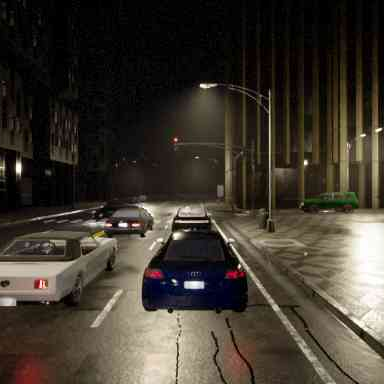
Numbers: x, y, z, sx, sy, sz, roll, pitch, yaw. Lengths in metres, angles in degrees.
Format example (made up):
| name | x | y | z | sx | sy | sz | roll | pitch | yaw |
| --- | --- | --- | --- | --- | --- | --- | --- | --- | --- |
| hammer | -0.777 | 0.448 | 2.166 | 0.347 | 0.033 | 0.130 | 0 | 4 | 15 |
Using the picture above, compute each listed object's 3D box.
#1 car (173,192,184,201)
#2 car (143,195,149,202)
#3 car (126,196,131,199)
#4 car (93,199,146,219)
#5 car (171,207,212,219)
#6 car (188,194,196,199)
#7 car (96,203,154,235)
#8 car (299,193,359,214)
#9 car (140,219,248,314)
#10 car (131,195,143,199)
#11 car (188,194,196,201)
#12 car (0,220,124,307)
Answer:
| name | x | y | z | sx | sy | sz | roll | pitch | yaw |
| --- | --- | --- | --- | --- | --- | --- | --- | --- | --- |
| car | -3.262 | 1.296 | 75.057 | 1.837 | 1.490 | 4.892 | 0 | 0 | 0 |
| car | -9.773 | 1.383 | 66.708 | 2.033 | 1.411 | 5.357 | 0 | 0 | 1 |
| car | -9.855 | 1.522 | 43.945 | 1.895 | 1.301 | 4.718 | 0 | 0 | 0 |
| car | -5.863 | 1.532 | 26.340 | 1.994 | 1.385 | 4.181 | 0 | 0 | 26 |
| car | -0.003 | 1.477 | 16.579 | 2.128 | 1.511 | 4.902 | 0 | 0 | 0 |
| car | -0.013 | 1.192 | 85.509 | 1.895 | 1.301 | 4.718 | 0 | 0 | 0 |
| car | -3.155 | 1.531 | 17.517 | 2.033 | 1.411 | 5.357 | 0 | 0 | 0 |
| car | 13.553 | 1.103 | 33.050 | 5.566 | 2.045 | 2.150 | -1 | 0 | 2 |
| car | 0.085 | 1.560 | 7.705 | 1.994 | 1.385 | 4.181 | 0 | 0 | 1 |
| car | -9.850 | 1.431 | 54.406 | 2.033 | 1.411 | 5.357 | 0 | 0 | 0 |
| car | -0.012 | 1.336 | 75.057 | 2.033 | 1.411 | 5.357 | 0 | 0 | 0 |
| car | -3.149 | 1.597 | 7.926 | 1.895 | 1.301 | 4.718 | 0 | 0 | 0 |
